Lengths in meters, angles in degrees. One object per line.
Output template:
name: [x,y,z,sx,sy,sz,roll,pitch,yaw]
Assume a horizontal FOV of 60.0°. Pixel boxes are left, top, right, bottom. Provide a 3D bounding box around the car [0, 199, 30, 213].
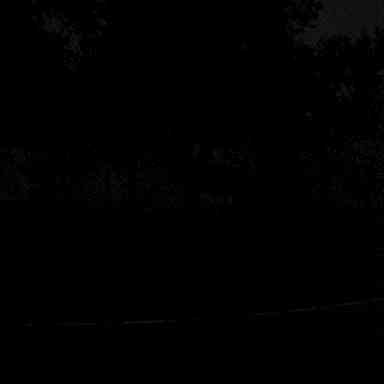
car: [-18.996,1.505,33.672,1.837,1.490,4.892,0,0,35]
